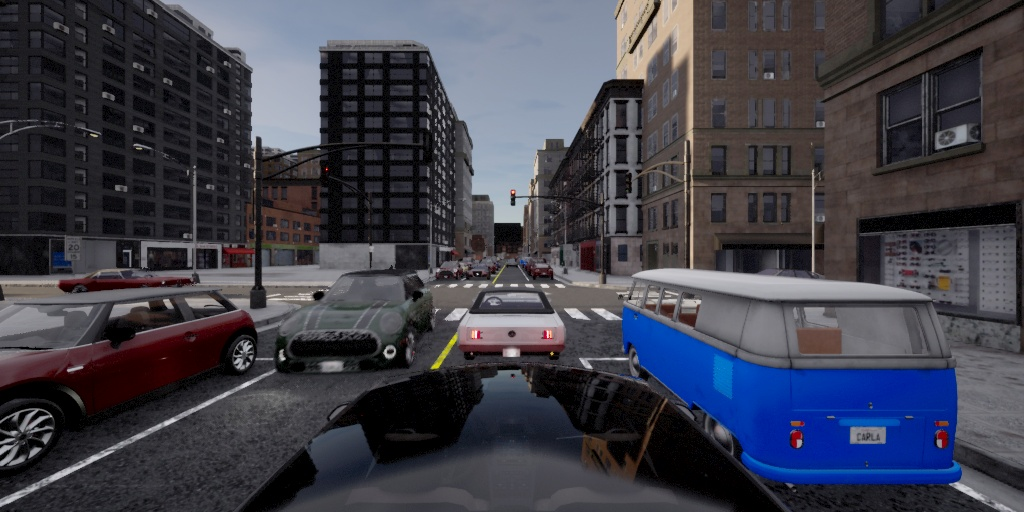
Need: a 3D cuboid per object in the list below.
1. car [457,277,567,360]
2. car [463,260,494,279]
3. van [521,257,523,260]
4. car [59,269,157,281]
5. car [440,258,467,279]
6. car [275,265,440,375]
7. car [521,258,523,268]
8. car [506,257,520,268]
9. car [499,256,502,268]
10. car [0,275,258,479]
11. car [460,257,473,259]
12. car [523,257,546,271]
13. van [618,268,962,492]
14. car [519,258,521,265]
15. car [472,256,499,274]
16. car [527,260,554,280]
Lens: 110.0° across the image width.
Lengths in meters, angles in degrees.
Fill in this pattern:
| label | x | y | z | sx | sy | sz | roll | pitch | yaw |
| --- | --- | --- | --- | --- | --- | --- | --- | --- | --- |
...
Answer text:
| label | x | y | z | sx | sy | sz | roll | pitch | yaw |
| --- | --- | --- | --- | --- | --- | --- | --- | --- | --- |
| car | -0.005 | 1.351 | 8.292 | 1.895 | 1.301 | 4.718 | 0 | 0 | 0 |
| car | -2.882 | 1.313 | 31.553 | 1.994 | 1.385 | 4.181 | 0 | 0 | -1 |
| van | 2.583 | 1.086 | 53.025 | 1.690 | 1.789 | 3.998 | 0 | 0 | 0 |
| car | -17.704 | 1.262 | 16.716 | 4.718 | 1.301 | 1.895 | 0 | 0 | 0 |
| car | -5.418 | 1.188 | 31.377 | 1.967 | 1.591 | 4.097 | 0 | 0 | 0 |
| car | -2.949 | 1.102 | 7.726 | 2.097 | 1.767 | 4.553 | 0 | 0 | -5 |
| car | 2.589 | 1.292 | 47.615 | 1.888 | 1.381 | 4.507 | 0 | 0 | 0 |
| car | 0.026 | 1.306 | 62.343 | 1.994 | 1.385 | 4.181 | 0 | 0 | 1 |
| car | -2.887 | 1.099 | 49.048 | 2.097 | 1.767 | 4.553 | 0 | 0 | 0 |
| car | -5.388 | 1.190 | 4.498 | 1.967 | 1.591 | 4.097 | 0 | 0 | 0 |
| car | -5.430 | 1.063 | 42.196 | 2.192 | 1.841 | 5.009 | 0 | 0 | 0 |
| car | 2.601 | 1.063 | 36.796 | 2.192 | 1.841 | 5.009 | 0 | 0 | 0 |
| van | 2.637 | 1.091 | 4.506 | 1.690 | 1.789 | 3.998 | 0 | 0 | 0 |
| car | 2.577 | 1.309 | 58.434 | 1.948 | 1.339 | 4.313 | 0 | 0 | 0 |
| car | -2.874 | 1.100 | 40.173 | 2.097 | 1.767 | 4.553 | 0 | 0 | 0 |
| car | 2.607 | 1.294 | 31.386 | 1.888 | 1.381 | 4.507 | 0 | 0 | 0 |
